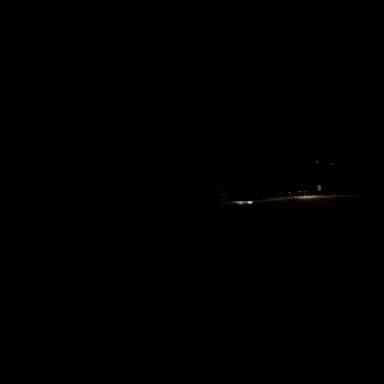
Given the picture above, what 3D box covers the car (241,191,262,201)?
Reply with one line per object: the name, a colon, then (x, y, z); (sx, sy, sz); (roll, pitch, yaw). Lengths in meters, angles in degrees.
car: (9.474, 0.626, 52.850); (1.882, 1.535, 5.008); (-2, 0, 35)
